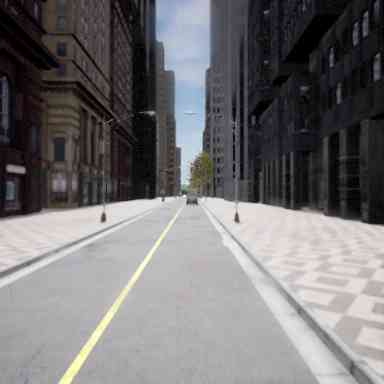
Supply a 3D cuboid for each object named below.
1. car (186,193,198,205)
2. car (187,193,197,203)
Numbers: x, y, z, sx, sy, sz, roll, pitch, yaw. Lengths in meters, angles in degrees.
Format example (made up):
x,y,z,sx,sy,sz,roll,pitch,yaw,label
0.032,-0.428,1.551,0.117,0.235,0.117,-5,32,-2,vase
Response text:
x,y,z,sx,sy,sz,roll,pitch,yaw,label
-0.004,1.385,59.296,2.097,1.767,4.553,0,0,0,car
-0.005,1.157,69.365,2.150,2.045,5.566,0,0,0,car
